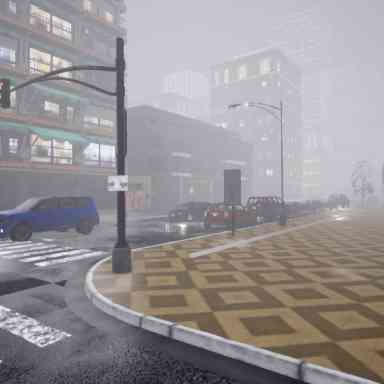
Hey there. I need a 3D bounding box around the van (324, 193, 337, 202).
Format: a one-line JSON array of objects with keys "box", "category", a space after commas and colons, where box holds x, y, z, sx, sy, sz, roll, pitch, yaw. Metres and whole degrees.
[{"box": [29.326, 1.229, 70.452, 1.690, 1.788, 3.998, -1, 0, 36], "category": "van"}]

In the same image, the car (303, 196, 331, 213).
[{"box": [12.438, 1.421, 34.262, 1.887, 1.381, 4.507, -1, 0, 36], "category": "car"}]

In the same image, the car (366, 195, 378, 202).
[{"box": [35.670, 1.334, 65.776, 1.887, 1.381, 4.507, -1, 0, 36], "category": "car"}]

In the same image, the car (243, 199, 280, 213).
[{"box": [7.863, 1.493, 37.170, 2.033, 1.411, 5.357, -1, 0, 37], "category": "car"}]

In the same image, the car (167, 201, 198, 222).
[{"box": [0.016, 1.476, 26.539, 1.837, 1.490, 4.892, -1, 0, 37], "category": "car"}]

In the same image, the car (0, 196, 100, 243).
[{"box": [-7.279, 1.221, 16.655, 2.150, 2.045, 5.566, -1, -1, 36], "category": "car"}]

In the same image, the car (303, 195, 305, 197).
[{"box": [22.589, 1.439, 61.311, 1.752, 1.417, 4.829, -1, 0, 36], "category": "car"}]

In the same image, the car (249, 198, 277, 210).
[{"box": [9.314, 1.489, 43.303, 1.752, 1.417, 4.829, -1, 0, 36], "category": "car"}]

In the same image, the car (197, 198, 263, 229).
[{"box": [2.481, 1.353, 20.757, 1.967, 1.590, 4.097, -1, 0, 36], "category": "car"}]

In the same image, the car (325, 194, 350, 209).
[{"box": [19.074, 1.167, 43.267, 2.192, 1.841, 5.009, -1, 0, 36], "category": "car"}]

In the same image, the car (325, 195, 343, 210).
[{"box": [15.757, 1.415, 38.764, 2.008, 1.369, 4.403, -1, 0, 36], "category": "car"}]

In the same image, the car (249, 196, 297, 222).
[{"box": [5.798, 1.216, 25.259, 2.192, 1.841, 5.009, -1, 0, 36], "category": "car"}]

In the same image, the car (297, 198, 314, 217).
[{"box": [9.120, 1.471, 29.760, 1.802, 1.307, 4.206, -1, 0, 36], "category": "car"}]
